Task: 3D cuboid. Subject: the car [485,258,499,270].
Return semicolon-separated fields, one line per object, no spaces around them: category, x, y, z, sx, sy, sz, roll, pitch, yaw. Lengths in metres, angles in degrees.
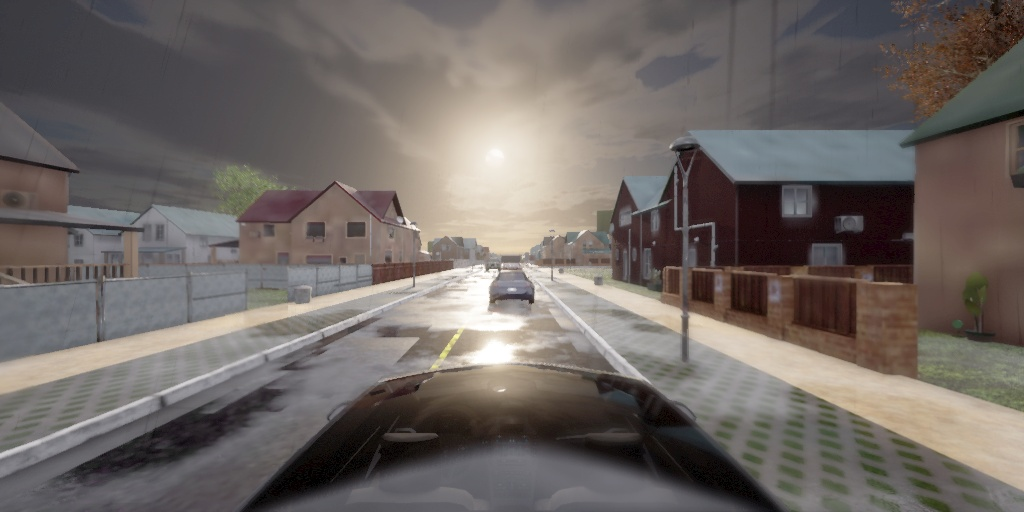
car;-2.749;1.280;53.476;2.150;2.045;5.566;0;0;0

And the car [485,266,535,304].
car;0.000;1.333;16.501;1.994;1.385;4.181;0;0;0

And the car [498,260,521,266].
car;0.000;1.299;31.504;1.882;1.535;5.008;0;0;0
